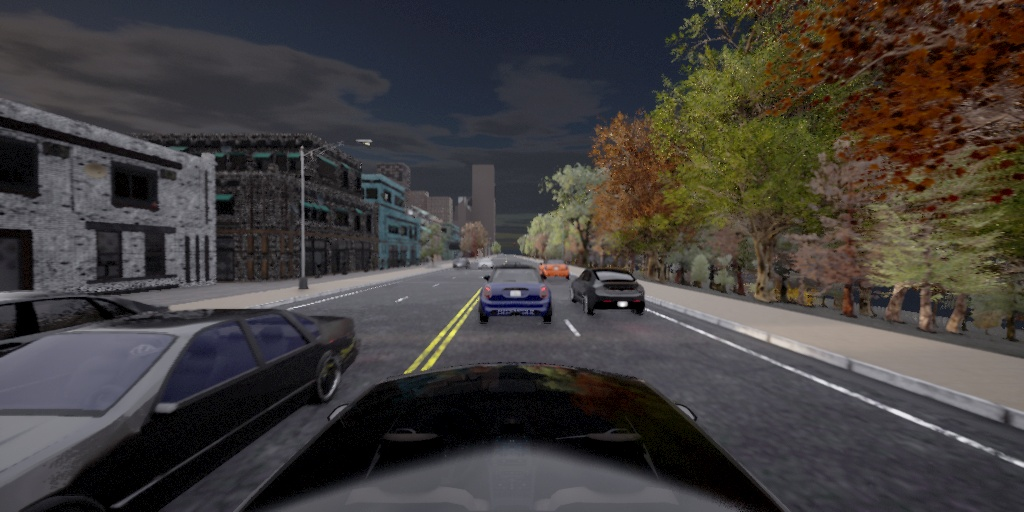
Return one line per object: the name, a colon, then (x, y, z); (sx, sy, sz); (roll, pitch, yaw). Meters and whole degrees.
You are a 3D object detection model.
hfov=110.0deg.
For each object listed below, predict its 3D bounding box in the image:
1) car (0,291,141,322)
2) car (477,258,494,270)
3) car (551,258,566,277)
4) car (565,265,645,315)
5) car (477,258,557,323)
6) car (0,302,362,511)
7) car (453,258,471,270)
car: (-6.599, 1.241, 4.127); (1.837, 1.490, 4.892); (0, 0, 0)
car: (-3.324, 1.026, 46.111); (1.812, 1.442, 4.674); (0, 0, 0)
car: (3.354, 0.947, 29.294); (2.097, 1.767, 4.553); (0, 0, 0)
car: (3.352, 1.190, 13.279); (1.837, 1.490, 4.892); (0, 0, 0)
car: (0.101, 1.044, 11.997); (2.097, 1.767, 4.553); (0, 0, 0)
car: (-3.351, 1.287, 3.514); (2.033, 1.411, 5.357); (0, 0, 0)
car: (-6.570, 0.988, 47.085); (2.128, 1.511, 4.902); (0, 0, 0)
